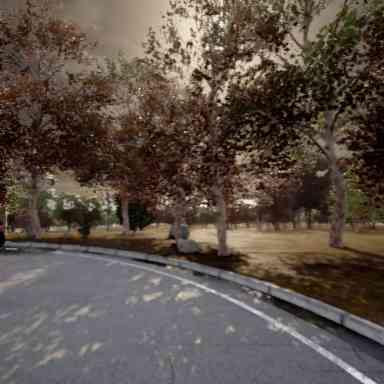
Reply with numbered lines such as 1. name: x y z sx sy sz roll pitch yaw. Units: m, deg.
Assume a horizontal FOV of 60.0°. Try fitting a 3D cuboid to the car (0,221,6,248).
1. car: -10.858 1.806 14.591 5.566 2.045 2.150 -2 -1 20
